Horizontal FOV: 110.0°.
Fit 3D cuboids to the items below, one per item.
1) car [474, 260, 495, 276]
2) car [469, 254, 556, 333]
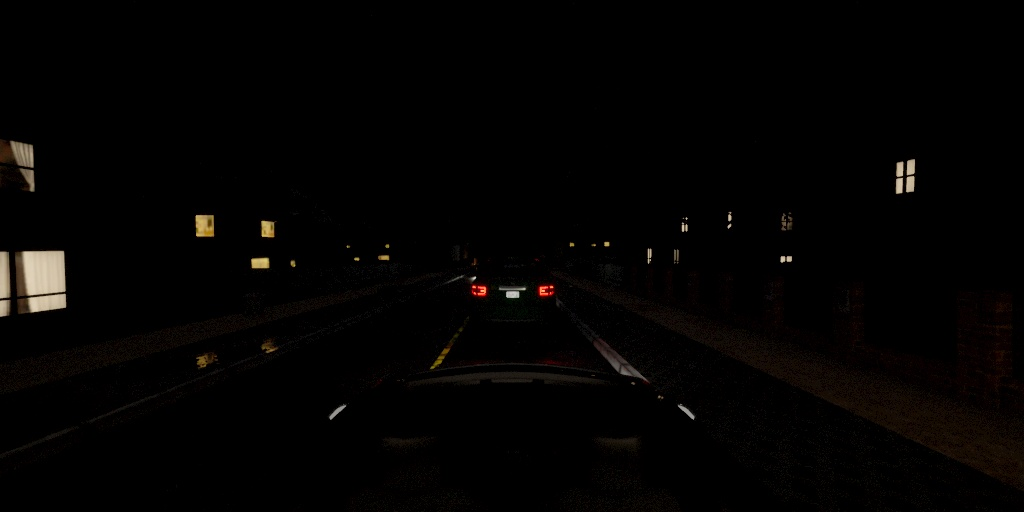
[{"bbox_3d":[-2.837,1.257,38.472,1.882,1.535,5.008,0,0,0],"label":"car"},{"bbox_3d":[0.032,0.970,10.814,2.150,2.045,5.566,0,0,0],"label":"car"}]
